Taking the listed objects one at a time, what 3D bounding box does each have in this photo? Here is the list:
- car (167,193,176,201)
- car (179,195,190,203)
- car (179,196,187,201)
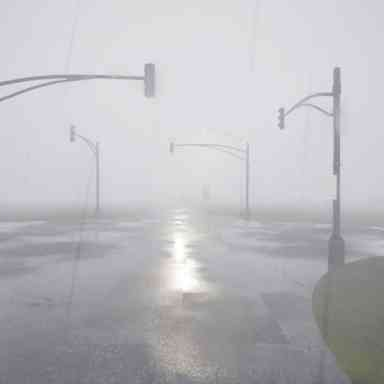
[{"bbox_3d":[-4.548,1.013,73.879,2.097,1.767,4.553,0,0,-3],"label":"car"},{"bbox_3d":[-1.565,1.384,69.784,2.097,1.767,4.553,0,0,-3],"label":"car"},{"bbox_3d":[-2.159,1.559,79.858,1.895,1.301,4.718,0,0,-4],"label":"car"}]
